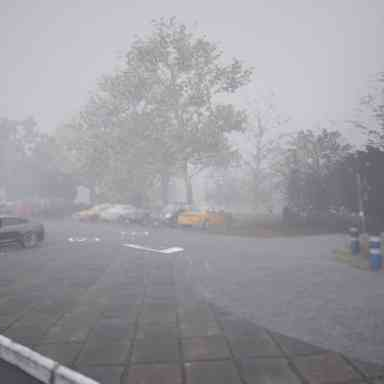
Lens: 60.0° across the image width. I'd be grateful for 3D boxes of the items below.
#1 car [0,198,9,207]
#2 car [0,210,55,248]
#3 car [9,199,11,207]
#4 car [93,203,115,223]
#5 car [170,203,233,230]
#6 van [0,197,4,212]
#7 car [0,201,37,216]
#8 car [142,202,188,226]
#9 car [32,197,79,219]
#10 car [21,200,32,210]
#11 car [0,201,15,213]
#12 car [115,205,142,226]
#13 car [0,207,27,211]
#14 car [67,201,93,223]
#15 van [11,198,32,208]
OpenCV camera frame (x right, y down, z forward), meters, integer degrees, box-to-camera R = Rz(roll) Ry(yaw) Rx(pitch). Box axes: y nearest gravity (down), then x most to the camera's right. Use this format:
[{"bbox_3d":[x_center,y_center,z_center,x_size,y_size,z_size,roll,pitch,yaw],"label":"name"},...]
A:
[{"bbox_3d":[-13.251,1.521,17.471,2.435,2.045,5.566,0,0,36],"label":"car"},{"bbox_3d":[-8.791,1.773,14.161,2.163,1.488,4.792,0,0,36],"label":"car"},{"bbox_3d":[-19.102,1.887,37.886,2.163,1.488,4.792,0,0,36],"label":"car"},{"bbox_3d":[-5.572,1.803,28.021,2.002,1.452,4.674,0,0,36],"label":"car"},{"bbox_3d":[1.051,1.720,23.208,2.097,1.535,5.008,0,0,36],"label":"car"},{"bbox_3d":[-27.910,1.763,44.390,1.878,1.987,4.442,-1,-1,36],"label":"van"},{"bbox_3d":[-21.237,1.912,39.437,2.163,1.488,4.792,-1,0,36],"label":"car"},{"bbox_3d":[-1.171,1.609,24.867,2.185,1.767,4.553,0,0,36],"label":"car"},{"bbox_3d":[-12.279,1.554,32.930,2.435,2.045,5.566,0,0,36],"label":"car"},{"bbox_3d":[-14.552,1.849,34.510,2.163,1.488,4.792,0,0,36],"label":"car"},{"bbox_3d":[-25.732,1.950,42.671,2.097,1.535,5.008,-1,-1,36],"label":"car"},{"bbox_3d":[-3.346,1.778,26.372,2.163,1.488,4.792,0,0,36],"label":"car"},{"bbox_3d":[-11.017,1.758,15.820,2.097,1.535,5.008,0,0,36],"label":"car"},{"bbox_3d":[-7.921,1.774,29.501,1.946,1.575,5.366,0,0,36],"label":"car"},{"bbox_3d":[-16.809,1.611,36.329,1.878,1.987,4.442,0,0,36],"label":"van"}]
